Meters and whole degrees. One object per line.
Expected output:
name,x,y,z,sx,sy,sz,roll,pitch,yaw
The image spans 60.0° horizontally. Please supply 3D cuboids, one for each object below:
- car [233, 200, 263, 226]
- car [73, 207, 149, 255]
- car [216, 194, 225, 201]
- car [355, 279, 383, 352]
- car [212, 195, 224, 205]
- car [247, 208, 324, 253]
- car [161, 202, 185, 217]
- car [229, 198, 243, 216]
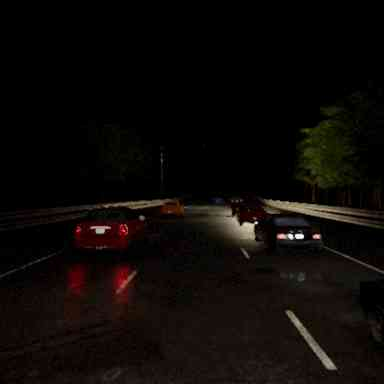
car,4.341,1.619,24.680,1.882,1.535,5.008,0,-1,4
car,-3.087,1.392,13.587,2.097,1.767,4.553,0,0,2
car,7.340,1.389,85.737,2.128,1.511,4.902,0,2,7
car,3.518,1.604,3.191,1.895,1.301,4.718,0,0,1
car,5.133,1.826,67.088,1.882,1.535,5.008,0,1,7
car,3.785,1.595,13.928,2.033,1.411,5.357,0,0,2
car,-1.878,1.691,33.431,1.882,1.535,5.008,0,-1,5
car,5.185,1.715,35.411,1.882,1.535,5.008,0,-1,5
